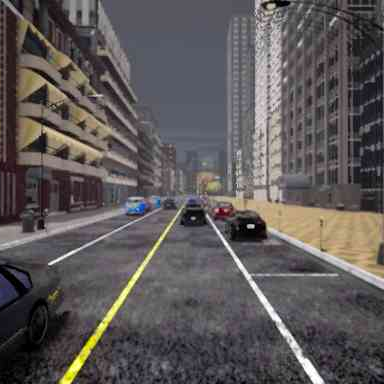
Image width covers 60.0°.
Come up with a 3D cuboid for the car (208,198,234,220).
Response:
[{"bbox_3d":[2.693,1.514,28.314,1.967,1.590,4.097,0,0,0],"label":"car"}]

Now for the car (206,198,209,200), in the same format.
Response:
[{"bbox_3d":[2.692,1.641,33.837,2.008,1.369,4.403,0,0,0],"label":"car"}]

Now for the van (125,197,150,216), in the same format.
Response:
[{"bbox_3d":[-5.688,1.432,33.838,1.690,1.788,3.998,0,0,0],"label":"van"}]

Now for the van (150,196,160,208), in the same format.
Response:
[{"bbox_3d":[-5.689,1.482,50.406,1.690,1.788,3.998,0,0,0],"label":"van"}]

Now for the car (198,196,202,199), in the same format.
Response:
[{"bbox_3d":[0.098,1.655,46.753,1.812,1.442,4.674,0,0,0],"label":"car"}]

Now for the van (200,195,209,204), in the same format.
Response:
[{"bbox_3d":[2.690,1.562,72.498,1.690,1.788,3.998,0,0,0],"label":"van"}]

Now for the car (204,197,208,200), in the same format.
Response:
[{"bbox_3d":[2.692,1.658,39.361,2.008,1.369,4.403,0,0,0],"label":"car"}]

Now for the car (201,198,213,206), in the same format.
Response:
[{"bbox_3d":[2.690,1.745,61.451,1.947,1.339,4.313,0,0,0],"label":"car"}]

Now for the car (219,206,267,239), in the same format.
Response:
[{"bbox_3d":[2.693,1.608,17.268,1.947,1.339,4.313,0,0,0],"label":"car"}]

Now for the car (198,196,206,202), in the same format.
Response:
[{"bbox_3d":[2.688,1.838,89.065,2.008,1.369,4.403,0,0,0],"label":"car"}]

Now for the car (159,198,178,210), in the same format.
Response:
[{"bbox_3d":[-3.024,1.634,45.822,1.837,1.490,4.892,0,-1,1],"label":"car"}]

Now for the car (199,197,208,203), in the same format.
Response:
[{"bbox_3d":[2.689,1.794,78.019,2.008,1.369,4.403,0,0,0],"label":"car"}]

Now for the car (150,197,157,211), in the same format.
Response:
[{"bbox_3d":[-5.689,1.651,39.360,1.887,1.381,4.507,0,0,0],"label":"car"}]

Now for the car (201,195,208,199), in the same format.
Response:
[{"bbox_3d":[2.691,1.581,50.405,1.967,1.590,4.097,0,0,0],"label":"car"}]

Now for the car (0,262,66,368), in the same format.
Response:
[{"bbox_3d":[-3.101,1.555,3.494,2.033,1.411,5.357,0,0,0],"label":"car"}]

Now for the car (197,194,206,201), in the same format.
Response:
[{"bbox_3d":[2.688,1.625,94.590,2.192,1.841,5.009,0,0,0],"label":"car"}]

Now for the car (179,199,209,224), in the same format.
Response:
[{"bbox_3d":[0.099,1.570,25.244,1.837,1.490,4.892,0,0,0],"label":"car"}]

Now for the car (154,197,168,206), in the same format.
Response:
[{"bbox_3d":[-5.691,1.730,61.451,2.008,1.369,4.403,0,0,0],"label":"car"}]
